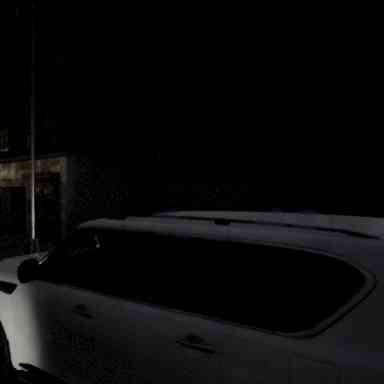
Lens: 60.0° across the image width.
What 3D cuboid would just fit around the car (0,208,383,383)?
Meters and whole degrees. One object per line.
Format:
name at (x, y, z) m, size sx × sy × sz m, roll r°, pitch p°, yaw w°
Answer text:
car at (-0.234, 1.199, 3.542) m, size 5.566 × 2.045 × 2.150 m, roll 1°, pitch 0°, yaw 35°
